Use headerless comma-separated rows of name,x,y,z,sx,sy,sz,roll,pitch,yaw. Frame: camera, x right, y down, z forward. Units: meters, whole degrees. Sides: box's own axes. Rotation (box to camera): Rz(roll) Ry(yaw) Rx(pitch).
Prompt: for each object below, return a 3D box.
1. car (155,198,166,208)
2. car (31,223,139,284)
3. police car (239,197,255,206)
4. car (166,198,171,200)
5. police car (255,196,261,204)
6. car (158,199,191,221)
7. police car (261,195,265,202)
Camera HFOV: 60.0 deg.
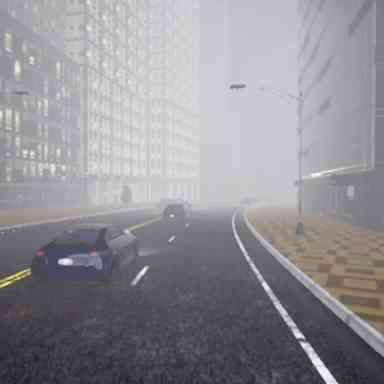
car,-4.100,1.697,51.043,1.837,1.490,4.892,0,0,13
car,-2.843,1.599,9.724,1.994,1.385,4.181,0,0,3
police car,10.380,1.773,64.240,1.930,1.638,5.238,0,0,16
car,-1.653,1.683,46.974,2.128,1.511,4.902,0,0,12
police car,13.337,1.835,73.533,1.930,1.638,5.238,0,0,19
car,-1.264,1.623,28.272,1.837,1.490,4.892,0,0,7
police car,15.300,1.872,79.047,1.930,1.638,5.238,0,0,20
